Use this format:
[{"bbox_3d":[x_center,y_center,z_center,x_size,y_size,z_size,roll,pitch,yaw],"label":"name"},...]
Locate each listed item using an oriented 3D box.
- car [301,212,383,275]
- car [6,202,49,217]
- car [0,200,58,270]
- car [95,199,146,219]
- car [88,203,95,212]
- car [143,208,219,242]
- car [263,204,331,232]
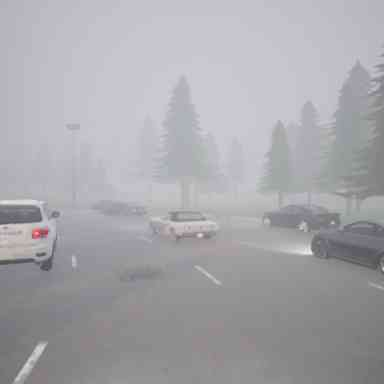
[{"bbox_3d":[5.465,1.519,9.941,1.994,1.385,4.181,0,0,-16],"label":"car"},{"bbox_3d":[-16.925,1.724,34.105,4.718,1.301,1.895,0,0,35],"label":"car"},{"bbox_3d":[-5.673,1.263,10.890,2.150,2.045,5.566,0,0,-21],"label":"car"},{"bbox_3d":[-6.266,1.589,30.166,5.357,1.411,2.033,0,0,43],"label":"car"},{"bbox_3d":[-9.752,1.570,37.636,4.892,1.490,1.837,-1,-1,36],"label":"car"},{"bbox_3d":[-0.633,1.602,16.541,1.895,1.301,4.718,0,0,-26],"label":"car"},{"bbox_3d":[6.055,1.426,19.011,1.882,1.535,5.008,0,0,-25],"label":"car"}]
